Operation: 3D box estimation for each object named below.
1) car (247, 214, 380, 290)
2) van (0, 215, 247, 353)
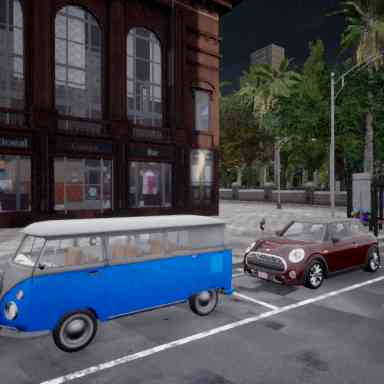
[{"bbox_3d":[3.287,1.439,9.040,4.097,1.590,1.967,0,0,-36],"label":"car"},{"bbox_3d":[-1.114,1.341,5.866,3.998,1.788,1.690,0,0,-36],"label":"van"}]
